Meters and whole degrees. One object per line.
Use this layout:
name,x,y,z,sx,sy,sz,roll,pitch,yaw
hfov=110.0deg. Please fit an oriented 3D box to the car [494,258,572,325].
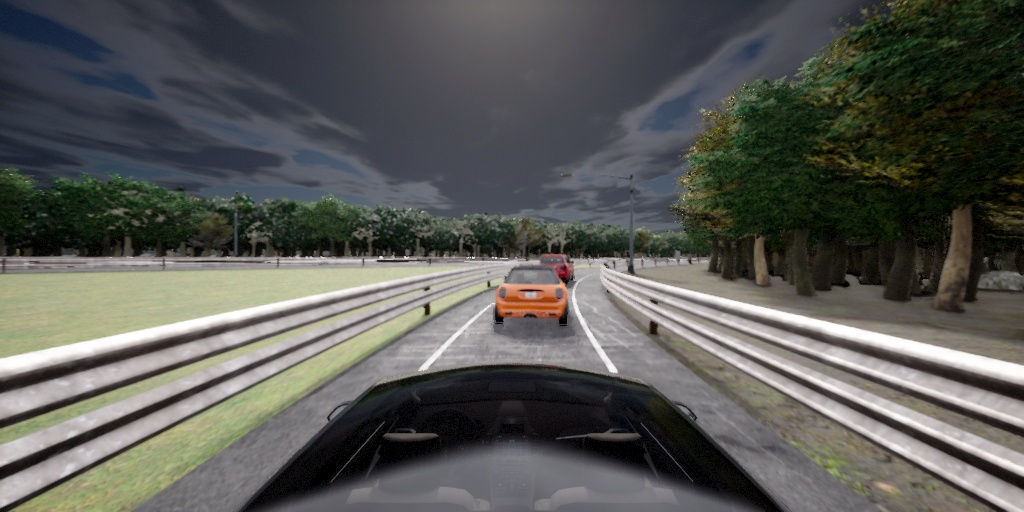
car,0.747,1.074,11.916,2.097,1.767,4.553,0,0,7

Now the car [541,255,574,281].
car,3.288,0.915,26.404,2.150,2.045,5.566,0,0,15
